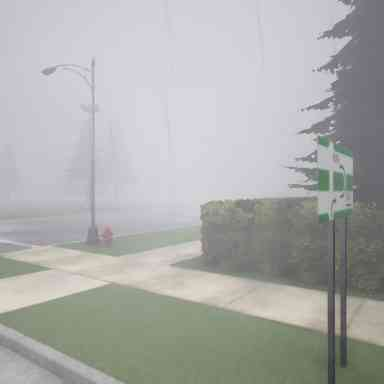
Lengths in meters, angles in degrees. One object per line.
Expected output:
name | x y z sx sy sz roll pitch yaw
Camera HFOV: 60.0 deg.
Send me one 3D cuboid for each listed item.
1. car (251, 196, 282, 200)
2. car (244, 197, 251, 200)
car | 10.183 1.526 45.271 1.812 1.442 4.674 0 0 36
car | 10.548 1.547 57.644 2.033 1.411 5.357 0 0 38
